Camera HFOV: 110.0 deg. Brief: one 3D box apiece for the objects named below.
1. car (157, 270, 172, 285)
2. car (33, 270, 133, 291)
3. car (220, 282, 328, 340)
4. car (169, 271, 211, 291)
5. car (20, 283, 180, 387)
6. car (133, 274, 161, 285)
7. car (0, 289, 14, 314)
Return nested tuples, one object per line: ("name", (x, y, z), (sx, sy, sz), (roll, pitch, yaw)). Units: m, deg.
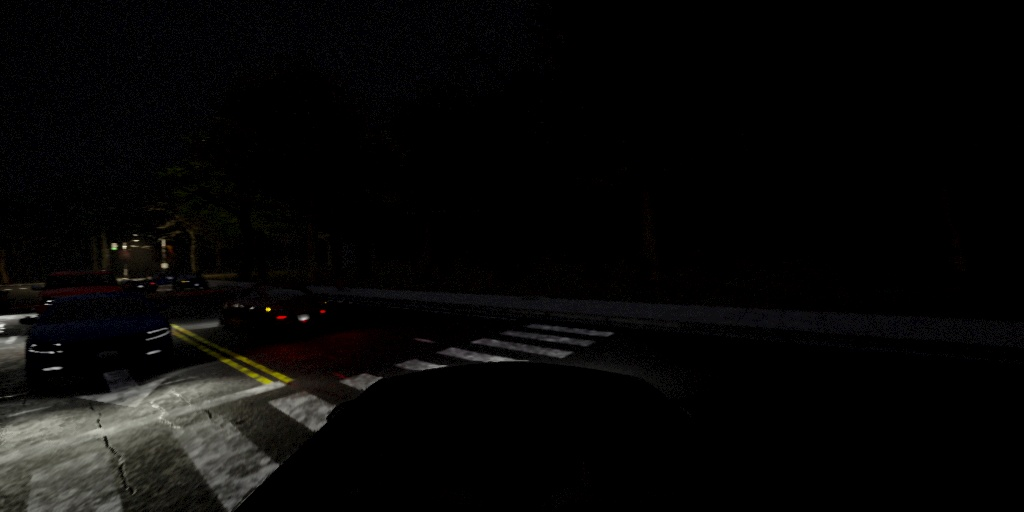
("car", (-37.641, 2.454, 39.042), (4.553, 1.767, 2.097), (-2, 0, 39))
("car", (-17.395, 1.611, 14.539), (5.566, 2.045, 2.150), (-2, 0, 38))
("car", (-7.421, 1.548, 11.109), (4.674, 1.442, 1.812), (-2, 0, 38))
("car", (-28.684, 2.316, 31.988), (4.674, 1.442, 1.812), (-2, 0, 39))
("car", (-9.220, 1.568, 8.063), (5.008, 1.535, 1.882), (-2, 0, 40))
("car", (-31.140, 2.446, 29.798), (4.181, 1.385, 1.994), (-2, 0, 39))
("car", (-27.520, 2.287, 18.455), (4.674, 1.442, 1.812), (-2, 0, 38))
